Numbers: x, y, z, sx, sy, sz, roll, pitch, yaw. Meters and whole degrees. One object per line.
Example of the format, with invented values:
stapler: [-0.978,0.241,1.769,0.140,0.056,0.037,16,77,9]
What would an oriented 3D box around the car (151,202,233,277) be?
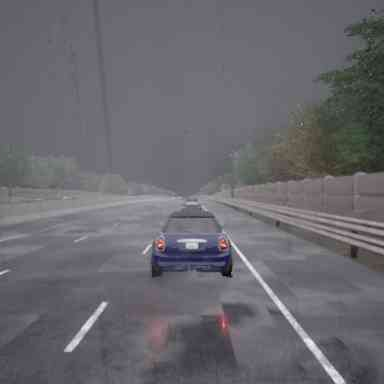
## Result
car: [-0.002,1.346,10.335,2.097,1.767,4.553,0,0,0]

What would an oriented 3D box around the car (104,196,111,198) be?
car: [-17.511,1.608,69.466,1.994,1.385,4.181,0,-1,0]

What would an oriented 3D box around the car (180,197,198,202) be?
car: [-0.007,1.508,31.969,1.812,1.442,4.674,0,0,0]

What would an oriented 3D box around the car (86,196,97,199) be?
car: [-21.011,1.555,69.466,1.837,1.490,4.892,0,-1,0]

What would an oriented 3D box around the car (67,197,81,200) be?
car: [-24.511,1.649,69.434,1.895,1.301,4.718,0,-1,0]

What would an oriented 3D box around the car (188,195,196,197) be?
car: [-0.010,1.352,59.407,2.097,1.767,4.553,0,0,0]
